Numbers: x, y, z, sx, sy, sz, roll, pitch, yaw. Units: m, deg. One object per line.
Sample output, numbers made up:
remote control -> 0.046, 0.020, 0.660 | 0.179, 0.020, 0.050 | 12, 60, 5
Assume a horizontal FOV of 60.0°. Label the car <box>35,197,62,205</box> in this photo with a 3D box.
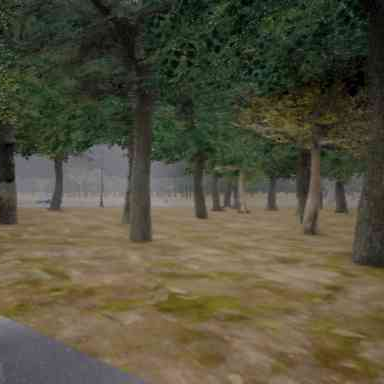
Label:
car -> -28.338, 1.717, 65.805 | 1.882, 1.535, 5.008 | 1, -1, 37
